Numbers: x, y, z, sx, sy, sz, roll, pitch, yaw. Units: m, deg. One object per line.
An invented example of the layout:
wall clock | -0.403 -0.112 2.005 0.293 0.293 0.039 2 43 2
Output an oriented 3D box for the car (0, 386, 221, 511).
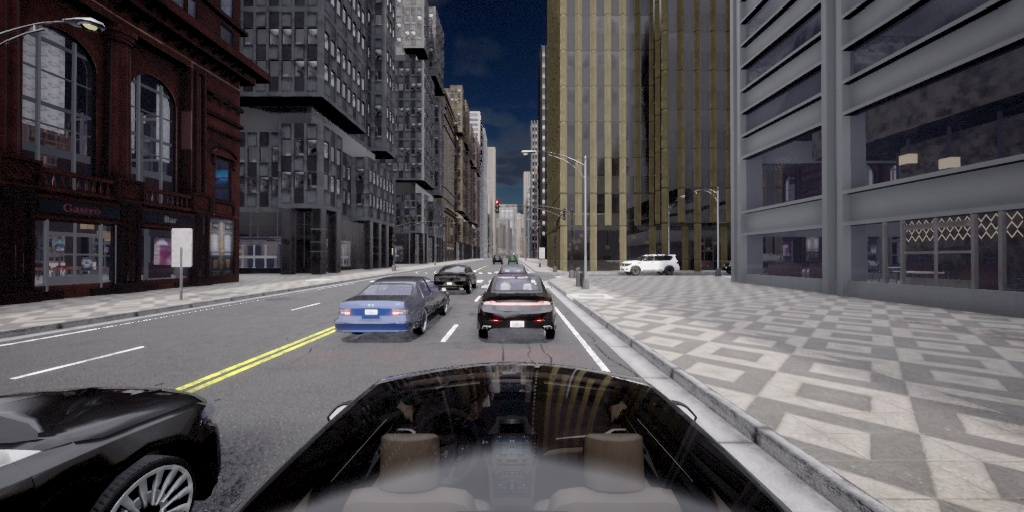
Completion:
car | -3.149 1.241 0.751 2.128 1.511 4.902 0 0 0

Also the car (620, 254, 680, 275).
car | 13.737 0.859 35.829 5.566 2.045 2.150 0 0 0

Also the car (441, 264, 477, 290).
car | -3.101 1.210 20.263 1.882 1.535 5.008 0 0 0

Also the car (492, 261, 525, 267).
car | 0.045 1.225 19.504 2.128 1.511 4.902 0 0 0

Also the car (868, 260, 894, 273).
car | 34.781 1.098 35.815 5.357 1.411 2.033 0 0 0

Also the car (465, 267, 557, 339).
car | 0.120 1.238 10.074 2.128 1.511 4.902 0 0 0

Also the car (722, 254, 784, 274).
car | 24.164 0.814 35.829 5.566 2.045 2.150 0 0 0

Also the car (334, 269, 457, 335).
car | -3.129 1.293 10.494 2.033 1.411 5.357 0 0 0
